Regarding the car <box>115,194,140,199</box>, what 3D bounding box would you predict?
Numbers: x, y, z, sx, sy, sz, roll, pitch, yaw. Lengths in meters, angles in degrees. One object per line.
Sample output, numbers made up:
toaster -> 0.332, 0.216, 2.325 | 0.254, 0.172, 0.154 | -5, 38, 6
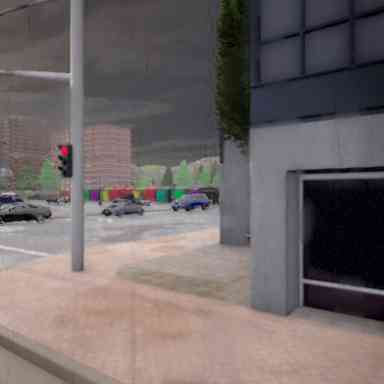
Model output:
car -> -10.350, 1.220, 50.743 | 3.866, 1.878, 1.905 | 0, 0, 35

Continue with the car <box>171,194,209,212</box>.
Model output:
car -> -0.136, 1.259, 39.802 | 2.150, 2.045, 5.566 | 0, 0, 36

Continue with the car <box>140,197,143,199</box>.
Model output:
car -> -8.668, 1.459, 53.099 | 3.806, 1.475, 1.970 | 0, 0, 35

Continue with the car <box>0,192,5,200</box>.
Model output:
car -> -21.664, 1.222, 34.709 | 3.866, 1.878, 1.905 | 0, 0, 35

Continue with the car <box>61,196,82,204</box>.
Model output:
car -> -22.932, 1.459, 63.180 | 3.905, 1.438, 1.784 | 0, 0, 35

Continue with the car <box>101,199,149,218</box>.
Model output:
car -> -6.466, 1.603, 31.335 | 1.994, 1.385, 4.181 | 0, 0, 37

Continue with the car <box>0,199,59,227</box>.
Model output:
car -> -12.367, 1.532, 23.308 | 2.128, 1.511, 4.902 | 0, 0, 36

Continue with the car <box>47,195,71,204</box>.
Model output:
car -> -24.659, 1.249, 60.854 | 4.605, 1.855, 1.932 | 0, 0, 35
